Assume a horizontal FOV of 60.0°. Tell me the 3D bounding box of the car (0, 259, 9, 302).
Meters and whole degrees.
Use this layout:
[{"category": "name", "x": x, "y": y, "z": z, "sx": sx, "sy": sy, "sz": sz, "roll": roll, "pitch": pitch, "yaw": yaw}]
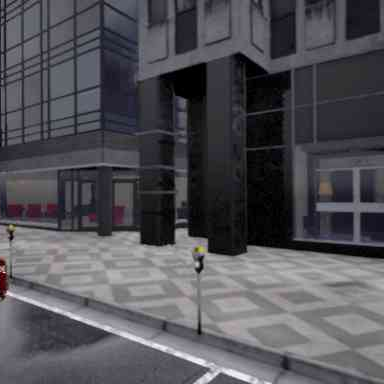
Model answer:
[{"category": "car", "x": -5.509, "y": 1.544, "z": 6.784, "sx": 4.507, "sy": 1.381, "sz": 1.887, "roll": 0, "pitch": -1, "yaw": 35}]
